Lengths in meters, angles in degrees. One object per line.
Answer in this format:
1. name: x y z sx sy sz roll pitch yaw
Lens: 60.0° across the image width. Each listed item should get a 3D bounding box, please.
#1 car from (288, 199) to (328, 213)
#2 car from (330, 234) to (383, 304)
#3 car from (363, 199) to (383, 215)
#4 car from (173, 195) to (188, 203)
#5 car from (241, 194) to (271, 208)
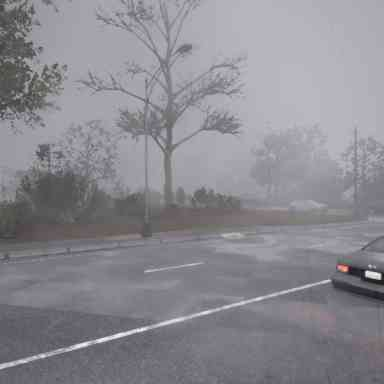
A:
1. car: 12.621 1.528 36.431 1.812 1.442 4.674 0 0 -29
2. car: 5.337 1.547 7.427 5.357 1.411 2.033 0 0 -34
3. car: 19.206 1.502 32.138 1.837 1.490 4.892 0 1 -33
4. car: -2.082 1.455 66.998 2.150 2.045 5.566 0 -1 -23
5. car: 9.446 1.272 49.844 2.150 2.045 5.566 0 0 -26
